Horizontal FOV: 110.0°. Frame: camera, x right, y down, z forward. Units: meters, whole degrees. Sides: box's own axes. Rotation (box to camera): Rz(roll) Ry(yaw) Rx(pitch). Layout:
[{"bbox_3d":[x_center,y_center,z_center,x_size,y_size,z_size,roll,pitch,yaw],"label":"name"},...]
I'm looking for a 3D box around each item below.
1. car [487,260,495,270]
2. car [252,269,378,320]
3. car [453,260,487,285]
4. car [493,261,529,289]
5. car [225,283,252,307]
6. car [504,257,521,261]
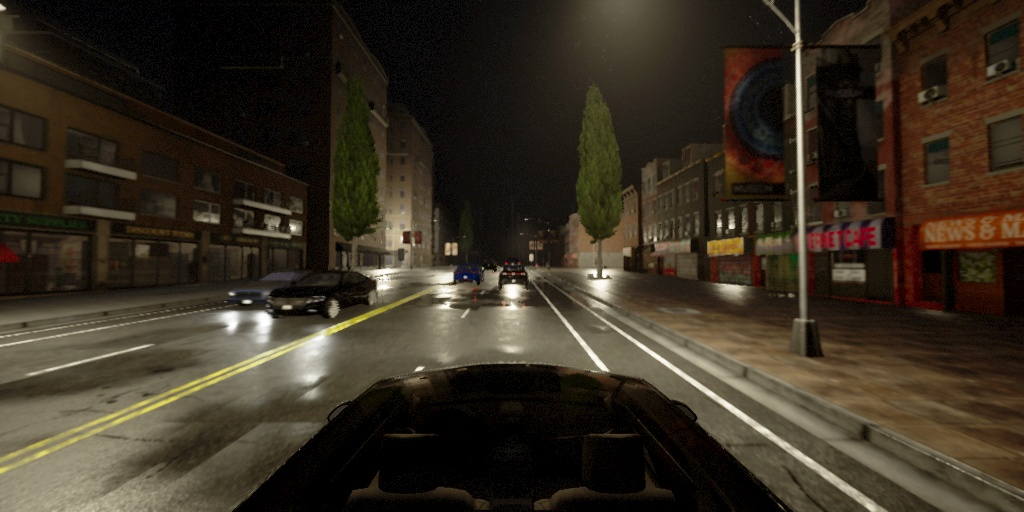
[{"bbox_3d":[-3.148,1.309,50.561,2.097,1.767,4.553,0,-1,0],"label":"car"},{"bbox_3d":[-6.546,1.243,12.963,1.882,1.535,5.008,0,0,1],"label":"car"},{"bbox_3d":[-3.148,1.276,26.721,1.882,1.535,5.008,0,0,0],"label":"car"},{"bbox_3d":[0.101,1.282,23.535,2.128,1.511,4.902,0,0,0],"label":"car"},{"bbox_3d":[-9.767,1.320,15.903,2.033,1.411,5.357,0,0,0],"label":"car"},{"bbox_3d":[0.103,1.158,48.659,2.150,2.045,5.566,0,-1,0],"label":"car"}]
